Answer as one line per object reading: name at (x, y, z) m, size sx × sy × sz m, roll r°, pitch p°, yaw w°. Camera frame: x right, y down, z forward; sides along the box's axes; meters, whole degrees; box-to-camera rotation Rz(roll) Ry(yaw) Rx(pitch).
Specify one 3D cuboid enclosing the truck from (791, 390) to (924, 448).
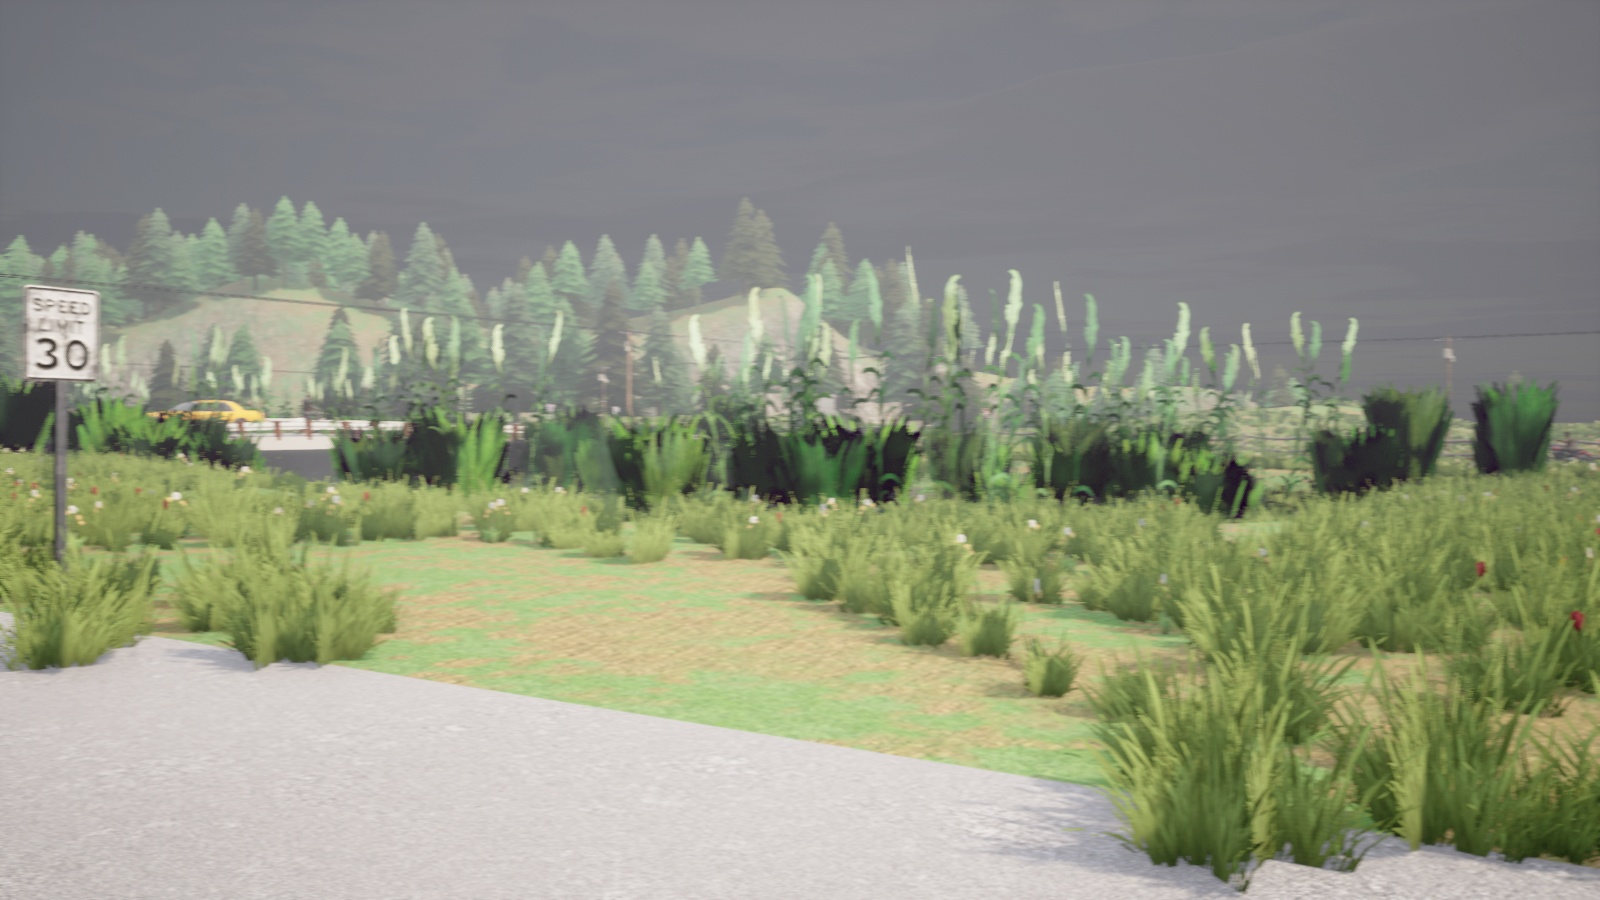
truck at (3.508, -1.917, 78.076) m, size 7.936 × 3.462 × 2.891 m, roll 0°, pitch 2°, yaw 37°

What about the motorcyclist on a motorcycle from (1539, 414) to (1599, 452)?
motorcyclist on a motorcycle at (34.108, -0.745, 55.581) m, size 2.350 × 1.649 × 0.766 m, roll 0°, pitch 1°, yaw 36°

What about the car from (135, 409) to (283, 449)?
car at (-24.793, -0.921, 52.916) m, size 1.801 × 1.575 × 5.366 m, roll 1°, pitch 2°, yaw 38°
